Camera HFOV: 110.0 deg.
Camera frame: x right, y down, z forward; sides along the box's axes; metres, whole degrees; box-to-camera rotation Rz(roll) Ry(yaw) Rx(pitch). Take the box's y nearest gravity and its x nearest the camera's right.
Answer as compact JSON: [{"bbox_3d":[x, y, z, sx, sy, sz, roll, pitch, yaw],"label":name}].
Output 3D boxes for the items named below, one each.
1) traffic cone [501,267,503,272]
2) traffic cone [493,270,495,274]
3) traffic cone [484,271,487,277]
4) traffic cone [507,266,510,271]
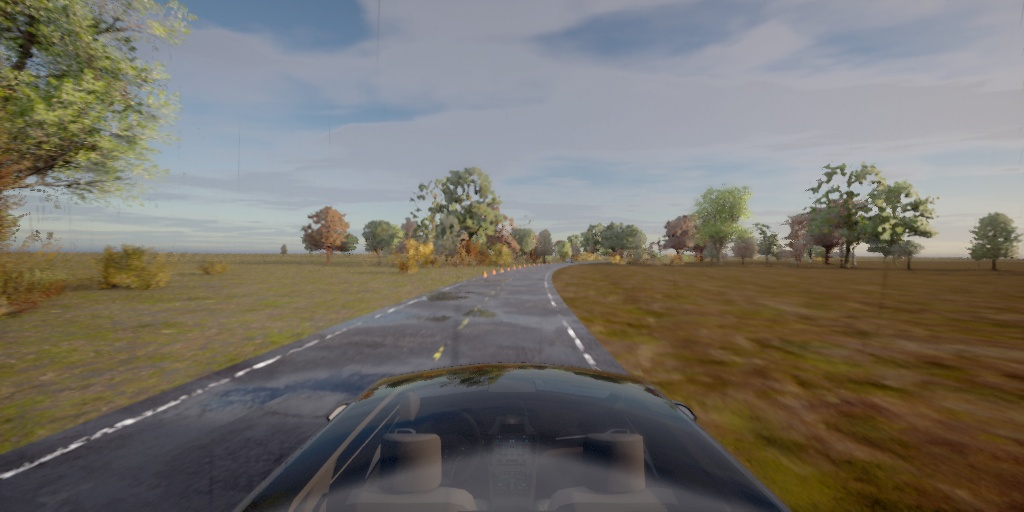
[{"bbox_3d":[-1.272,1.696,44.004,0.340,0.580,0.340,0,0,8],"label":"traffic cone"},{"bbox_3d":[-1.947,1.690,39.002,0.340,0.580,0.340,0,0,7],"label":"traffic cone"},{"bbox_3d":[-2.535,1.685,33.990,0.340,0.580,0.340,0,0,6],"label":"traffic cone"},{"bbox_3d":[-0.510,1.703,48.993,0.340,0.580,0.340,0,0,9],"label":"traffic cone"}]
